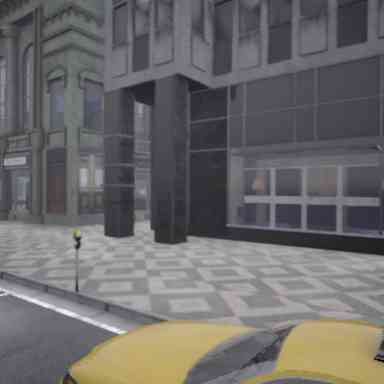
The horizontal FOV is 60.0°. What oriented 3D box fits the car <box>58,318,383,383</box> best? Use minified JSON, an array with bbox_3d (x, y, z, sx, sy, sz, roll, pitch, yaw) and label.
[{"bbox_3d":[1.017,1.524,2.235,4.829,1.417,1.752,0,0,36],"label":"car"}]
